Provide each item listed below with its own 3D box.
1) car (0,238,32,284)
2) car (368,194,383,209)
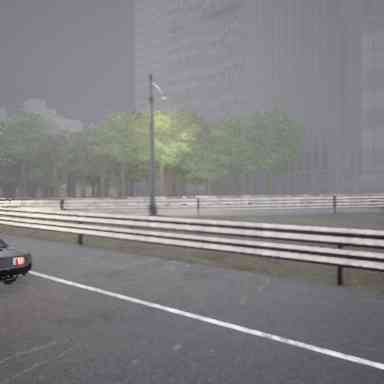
[{"bbox_3d":[-6.044,1.577,8.261,4.718,1.301,1.895,0,0,36],"label":"car"},{"bbox_3d":[18.618,0.661,30.700,4.553,1.767,2.097,-1,0,-6],"label":"car"}]
